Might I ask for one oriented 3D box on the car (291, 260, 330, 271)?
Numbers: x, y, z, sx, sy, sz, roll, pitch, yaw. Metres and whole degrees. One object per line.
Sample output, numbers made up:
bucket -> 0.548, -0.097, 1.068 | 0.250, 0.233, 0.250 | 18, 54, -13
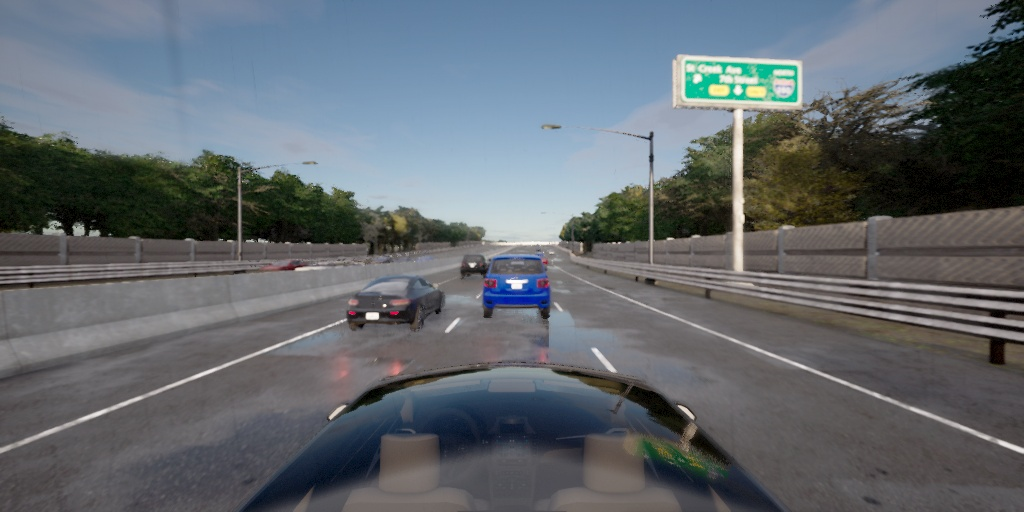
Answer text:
car -> -17.183, 1.220, 32.149 | 1.895, 1.301, 4.718 | 0, 0, 2

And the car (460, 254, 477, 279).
car -> -3.019, 0.854, 30.724 | 2.150, 2.045, 5.566 | 0, 0, 1

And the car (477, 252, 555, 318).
car -> 0.170, 0.969, 13.194 | 2.150, 2.045, 5.566 | 0, 0, 1

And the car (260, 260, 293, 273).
car -> -20.662, 1.091, 32.791 | 1.882, 1.535, 5.008 | 0, 1, 2

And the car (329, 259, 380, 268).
car -> -13.696, 1.225, 31.585 | 1.895, 1.301, 4.718 | 0, 0, 2

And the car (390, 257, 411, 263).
car -> -16.320, 0.820, 54.518 | 1.994, 1.385, 4.181 | 0, 1, 3

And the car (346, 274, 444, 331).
car -> -3.348, 1.279, 10.958 | 1.812, 1.442, 4.674 | 0, 0, 0

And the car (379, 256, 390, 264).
car -> -19.761, 0.778, 55.612 | 2.033, 1.411, 5.357 | 0, 1, 3

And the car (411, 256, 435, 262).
car -> -12.879, 0.757, 53.401 | 1.882, 1.535, 5.008 | 0, 1, 3
